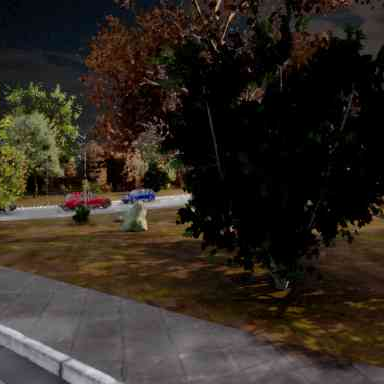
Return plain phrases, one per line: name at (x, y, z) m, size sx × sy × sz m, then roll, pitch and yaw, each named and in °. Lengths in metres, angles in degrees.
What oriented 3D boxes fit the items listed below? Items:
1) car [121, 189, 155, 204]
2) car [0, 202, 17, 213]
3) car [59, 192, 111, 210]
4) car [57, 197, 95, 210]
car at (-8.092, 0.627, 50.555) m, size 2.150 × 2.045 × 5.566 m, roll 0°, pitch 3°, yaw 40°
car at (-21.005, 1.533, 34.658) m, size 2.128 × 1.511 × 4.902 m, roll 0°, pitch 1°, yaw 39°
car at (-12.294, 1.052, 39.486) m, size 2.150 × 2.045 × 5.566 m, roll 0°, pitch 2°, yaw 39°
car at (-14.742, 1.385, 42.386) m, size 1.994 × 1.385 × 4.181 m, roll 0°, pitch 2°, yaw 38°
